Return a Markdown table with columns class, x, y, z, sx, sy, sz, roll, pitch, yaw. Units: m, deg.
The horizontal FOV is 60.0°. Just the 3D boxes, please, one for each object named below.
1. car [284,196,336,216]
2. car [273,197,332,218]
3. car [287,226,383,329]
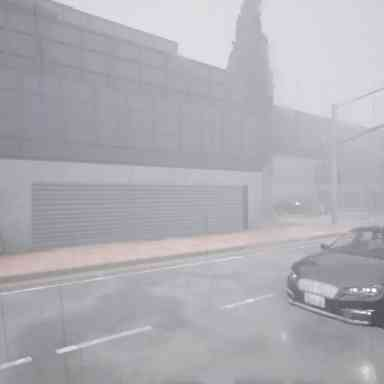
| class | x | y | z | sx | sy | sz | roll | pitch | yaw |
| --- | --- | --- | --- | --- | --- | --- | --- | --- | --- |
| car | 11.789 | 1.337 | 33.423 | 2.097 | 1.767 | 4.553 | 0 | 0 | -37 |
| car | 9.700 | 1.478 | 30.366 | 2.128 | 1.511 | 4.902 | 0 | 0 | -37 |
| car | 3.985 | 1.488 | 6.833 | 4.902 | 1.511 | 2.128 | 0 | 0 | -36 |
